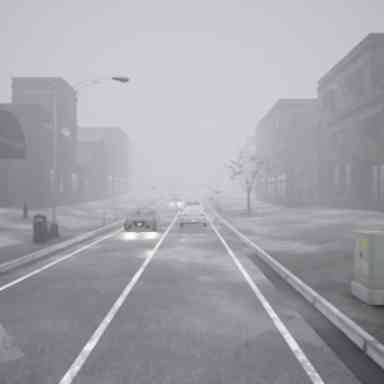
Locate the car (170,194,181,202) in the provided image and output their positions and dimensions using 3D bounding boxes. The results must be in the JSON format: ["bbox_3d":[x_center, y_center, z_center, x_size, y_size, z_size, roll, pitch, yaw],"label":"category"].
[{"bbox_3d":[-3.044,1.031,62.117,1.895,1.301,4.718,0,3,1],"label":"car"}]

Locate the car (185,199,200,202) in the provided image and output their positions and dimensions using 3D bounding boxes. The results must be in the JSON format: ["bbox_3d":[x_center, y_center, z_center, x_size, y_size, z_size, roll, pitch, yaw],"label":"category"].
[{"bbox_3d":[0.080,1.580,42.501,2.163,1.488,4.792,0,3,0],"label":"car"}]

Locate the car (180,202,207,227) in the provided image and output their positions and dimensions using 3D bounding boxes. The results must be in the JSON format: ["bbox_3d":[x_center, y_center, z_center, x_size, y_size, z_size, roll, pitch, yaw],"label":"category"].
[{"bbox_3d":[0.094,1.715,24.548,1.812,1.442,4.674,0,0,0],"label":"car"}]

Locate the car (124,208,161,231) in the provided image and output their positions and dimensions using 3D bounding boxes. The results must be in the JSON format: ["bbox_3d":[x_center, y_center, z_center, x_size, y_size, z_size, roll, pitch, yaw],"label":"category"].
[{"bbox_3d":[-3.103,1.727,21.547,1.994,1.385,4.181,0,-1,0],"label":"car"}]
